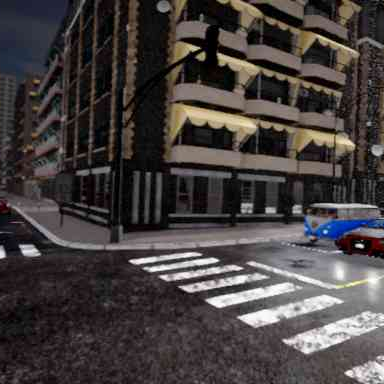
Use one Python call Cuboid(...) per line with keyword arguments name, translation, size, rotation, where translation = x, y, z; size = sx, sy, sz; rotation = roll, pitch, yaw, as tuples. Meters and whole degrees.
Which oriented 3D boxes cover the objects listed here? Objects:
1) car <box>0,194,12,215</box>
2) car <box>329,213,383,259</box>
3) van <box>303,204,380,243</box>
Cuboid(name="car", translation=(-16.469, 1.070, 28.241), size=(1.967, 1.590, 4.097), rotation=(2, 0, -31))
Cuboid(name="car", translation=(7.346, 1.680, 12.277), size=(4.181, 1.385, 1.994), rotation=(1, 0, -32))
Cuboid(name="van", translation=(6.775, 1.423, 14.952), size=(3.998, 1.788, 1.690), rotation=(1, 1, -32))
